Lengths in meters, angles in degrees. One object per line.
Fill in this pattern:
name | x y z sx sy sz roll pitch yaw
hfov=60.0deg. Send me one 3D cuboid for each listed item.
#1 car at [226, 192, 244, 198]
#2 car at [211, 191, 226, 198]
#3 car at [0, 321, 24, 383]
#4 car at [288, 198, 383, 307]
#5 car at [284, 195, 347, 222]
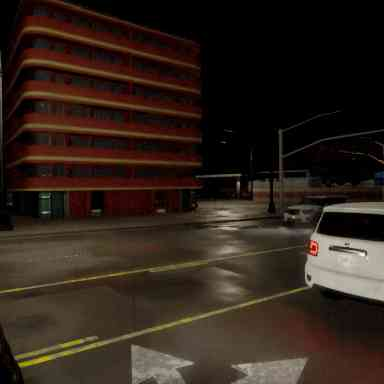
car | 11.405 0.817 85.101 3.806 1.475 1.970 -1 1 -35
car | 7.439 0.670 89.327 4.611 1.667 2.242 -1 1 -35
car | -3.661 1.222 1.141 5.566 2.045 2.150 0 0 -35
car | 4.782 1.217 7.137 5.566 2.045 2.150 0 0 -35
car | 8.793 1.258 22.990 5.566 2.045 2.150 0 0 -35
